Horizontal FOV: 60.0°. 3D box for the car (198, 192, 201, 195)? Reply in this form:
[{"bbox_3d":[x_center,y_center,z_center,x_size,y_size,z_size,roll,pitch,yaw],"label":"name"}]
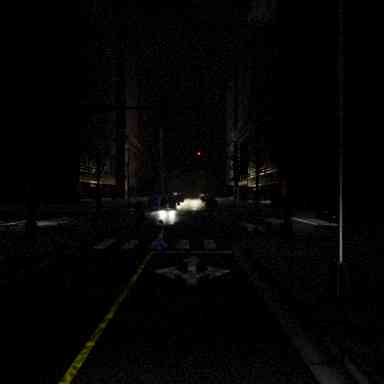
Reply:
[{"bbox_3d":[3.187,1.419,95.281,1.802,1.307,4.206,0,0,0],"label":"car"}]

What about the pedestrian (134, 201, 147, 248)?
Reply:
[{"bbox_3d":[-2.076,1.291,13.201,0.375,1.860,0.375,0,0,0],"label":"pedestrian"}]

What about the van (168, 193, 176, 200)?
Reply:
[{"bbox_3d":[-5.373,1.196,89.685,1.690,1.788,3.998,0,0,0],"label":"van"}]

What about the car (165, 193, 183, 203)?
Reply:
[{"bbox_3d":[-2.845,1.426,53.241,1.882,1.535,5.008,0,0,1],"label":"car"}]

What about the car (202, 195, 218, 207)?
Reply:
[{"bbox_3d":[2.889,1.519,50.089,1.947,1.339,4.313,0,0,0],"label":"car"}]

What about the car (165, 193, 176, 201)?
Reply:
[{"bbox_3d":[-5.411,1.188,84.036,2.192,1.841,5.009,0,0,0],"label":"car"}]

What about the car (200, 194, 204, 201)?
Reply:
[{"bbox_3d":[3.001,1.501,67.037,1.802,1.307,4.206,0,0,0],"label":"car"}]

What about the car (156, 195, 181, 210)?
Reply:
[{"bbox_3d":[-2.919,1.456,42.624,2.128,1.511,4.902,0,0,1],"label":"car"}]

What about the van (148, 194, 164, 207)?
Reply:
[{"bbox_3d":[-5.635,1.295,50.144,1.690,1.788,3.998,0,0,0],"label":"van"}]

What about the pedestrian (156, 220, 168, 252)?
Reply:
[{"bbox_3d":[-1.107,1.571,12.576,0.375,1.300,0.375,0,0,0],"label":"pedestrian"}]

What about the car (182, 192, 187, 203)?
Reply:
[{"bbox_3d":[-2.683,1.269,67.931,2.097,1.767,4.553,0,0,1],"label":"car"}]

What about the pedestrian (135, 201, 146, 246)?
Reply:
[{"bbox_3d":[-2.140,1.290,13.806,0.375,1.860,0.375,0,0,0],"label":"pedestrian"}]

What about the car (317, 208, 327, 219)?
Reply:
[{"bbox_3d":[13.630,1.715,29.344,4.892,1.490,1.837,1,0,1],"label":"car"}]

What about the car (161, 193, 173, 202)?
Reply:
[{"bbox_3d":[-5.485,1.220,72.739,2.192,1.841,5.009,0,0,0],"label":"car"}]

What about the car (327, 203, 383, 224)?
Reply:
[{"bbox_3d":[13.508,1.723,26.078,4.674,1.442,1.812,1,0,0],"label":"car"}]

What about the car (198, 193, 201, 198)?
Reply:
[{"bbox_3d":[3.076,1.434,78.334,1.887,1.381,4.507,0,0,0],"label":"car"}]
